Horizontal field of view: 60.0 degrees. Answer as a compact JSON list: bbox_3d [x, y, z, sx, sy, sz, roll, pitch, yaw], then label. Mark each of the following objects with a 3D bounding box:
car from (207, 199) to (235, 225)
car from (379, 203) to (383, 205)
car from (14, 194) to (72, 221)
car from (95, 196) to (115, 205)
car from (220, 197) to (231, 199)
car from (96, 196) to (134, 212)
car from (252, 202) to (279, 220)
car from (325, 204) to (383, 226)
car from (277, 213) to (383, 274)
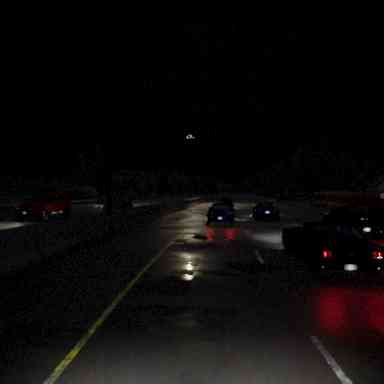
[{"bbox_3d":[2.045,1.489,23.484,1.812,1.442,4.674,0,0,6],"label":"car"},{"bbox_3d":[12.386,1.464,21.452,1.882,1.535,5.008,0,0,7],"label":"car"},{"bbox_3d":[-11.847,1.151,26.922,2.150,2.045,5.566,0,0,7],"label":"car"},{"bbox_3d":[-15.038,1.399,57.992,1.812,1.442,4.674,0,0,7],"label":"car"},{"bbox_3d":[4.230,1.440,41.591,1.837,1.490,4.892,0,0,7],"label":"car"},{"bbox_3d":[-7.495,1.418,33.726,2.128,1.511,4.902,0,0,7],"label":"car"},{"bbox_3d":[6.095,1.527,27.808,1.994,1.385,4.181,0,0,7],"label":"car"},{"bbox_3d":[8.452,1.490,17.897,1.837,1.490,4.892,0,0,6],"label":"car"},{"bbox_3d":[4.154,1.590,10.534,1.895,1.301,4.718,0,0,5],"label":"car"}]
